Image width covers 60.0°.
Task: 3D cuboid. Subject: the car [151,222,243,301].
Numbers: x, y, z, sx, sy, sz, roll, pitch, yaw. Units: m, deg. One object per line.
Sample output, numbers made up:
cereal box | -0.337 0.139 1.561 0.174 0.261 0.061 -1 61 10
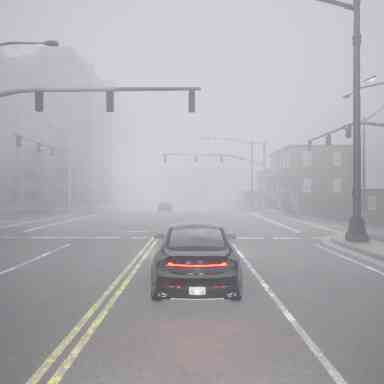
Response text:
car | 0.092 1.505 8.316 1.837 1.490 4.892 0 0 0

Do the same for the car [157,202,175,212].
car | -3.642 2.066 45.551 1.837 1.490 4.892 0 -5 0

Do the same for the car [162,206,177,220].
car | -3.642 3.522 54.959 2.128 1.511 4.902 0 -12 0
